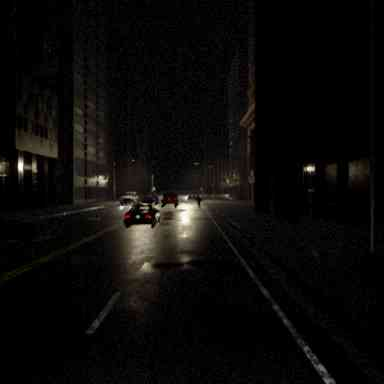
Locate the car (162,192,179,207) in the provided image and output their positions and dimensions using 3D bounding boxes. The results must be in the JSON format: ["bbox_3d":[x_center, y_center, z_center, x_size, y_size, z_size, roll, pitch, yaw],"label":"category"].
[{"bbox_3d":[-3.139,1.073,48.484,2.150,2.045,5.566,0,0,0],"label":"car"}]

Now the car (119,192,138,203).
[{"bbox_3d":[-9.792,1.050,52.147,2.150,2.045,5.566,0,1,1],"label":"car"}]

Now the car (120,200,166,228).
[{"bbox_3d":[-3.145,1.494,21.845,2.033,1.411,5.357,0,0,0],"label":"car"}]

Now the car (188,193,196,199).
[{"bbox_3d":[0.017,1.059,88.076,2.128,1.511,4.902,0,1,0],"label":"car"}]

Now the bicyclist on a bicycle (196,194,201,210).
[{"bbox_3d":[0.902,1.341,40.819,0.582,1.620,1.656,0,0,0],"label":"bicyclist on a bicycle"}]

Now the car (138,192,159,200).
[{"bbox_3d":[-6.542,1.050,52.147,2.150,2.045,5.566,0,1,1],"label":"car"}]

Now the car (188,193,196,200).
[{"bbox_3d":[0.015,1.200,77.324,1.994,1.385,4.181,0,0,0],"label":"car"}]

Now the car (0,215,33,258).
[{"bbox_3d":[-6.597,1.469,9.915,2.128,1.511,4.902,0,0,0],"label":"car"}]

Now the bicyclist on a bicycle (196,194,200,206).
[{"bbox_3d":[0.904,1.214,49.944,0.659,1.776,1.843,0,1,0],"label":"bicyclist on a bicycle"}]
